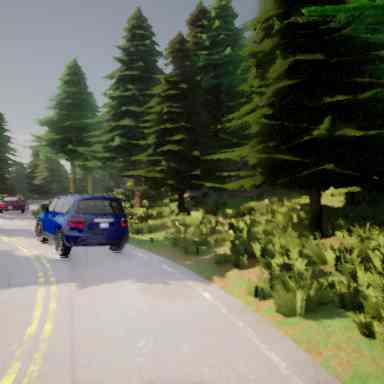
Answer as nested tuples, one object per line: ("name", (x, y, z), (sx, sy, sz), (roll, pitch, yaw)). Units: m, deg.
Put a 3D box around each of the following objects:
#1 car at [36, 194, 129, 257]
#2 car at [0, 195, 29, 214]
("car", (-4.320, 1.112, 12.717), (2.150, 2.045, 5.566), (3, -1, -35))
("car", (-14.987, 0.998, 28.207), (1.812, 1.442, 4.674), (0, 1, -20))
